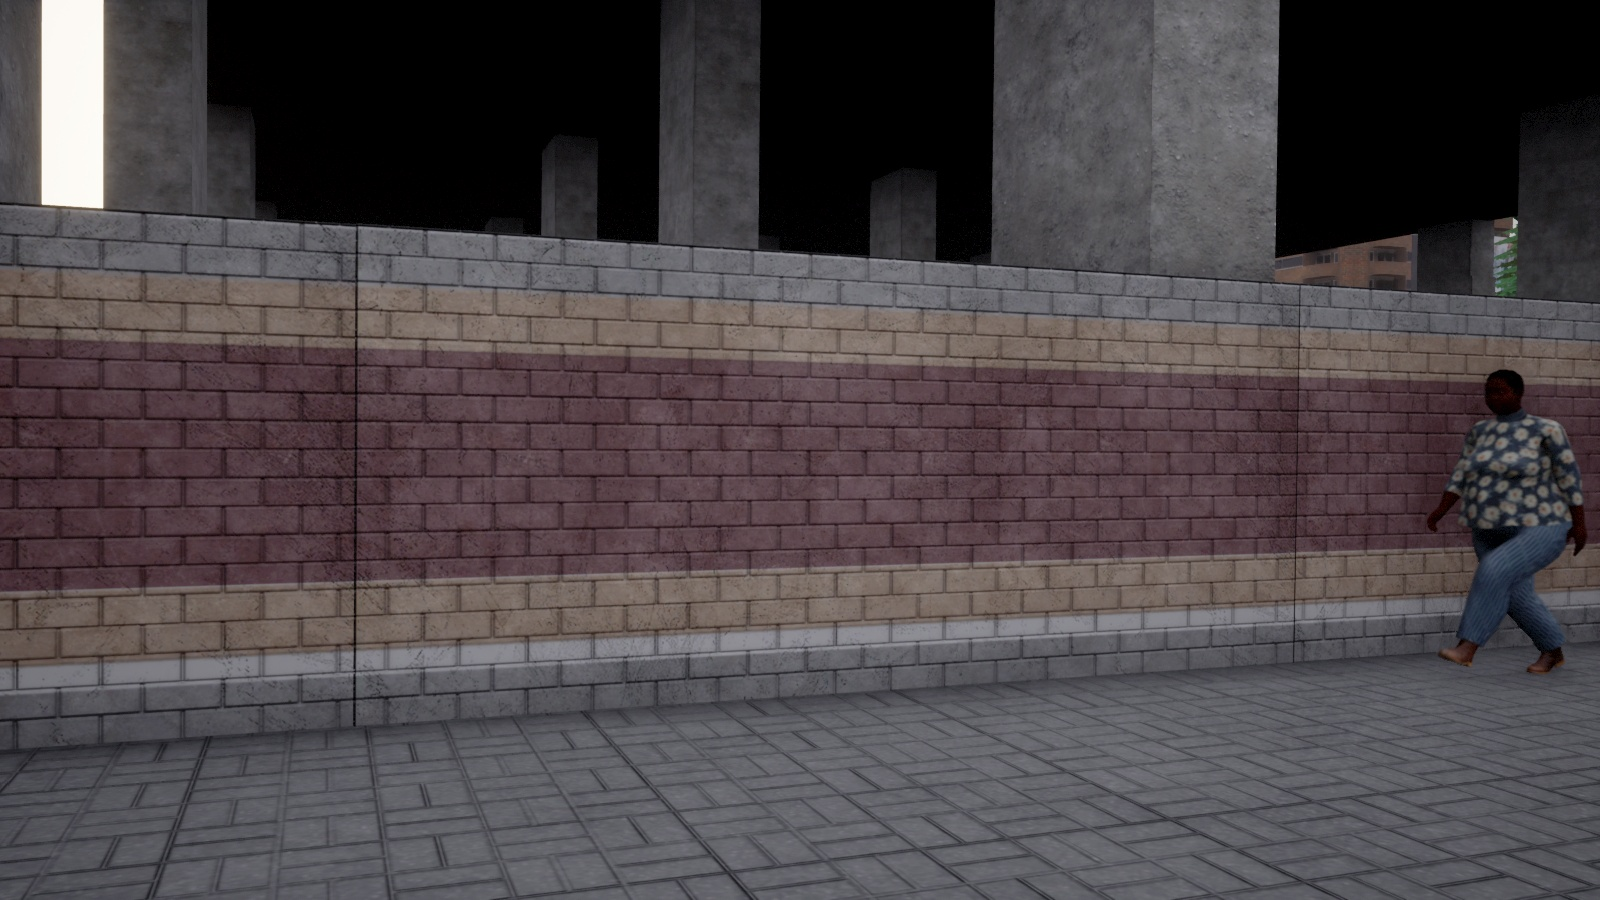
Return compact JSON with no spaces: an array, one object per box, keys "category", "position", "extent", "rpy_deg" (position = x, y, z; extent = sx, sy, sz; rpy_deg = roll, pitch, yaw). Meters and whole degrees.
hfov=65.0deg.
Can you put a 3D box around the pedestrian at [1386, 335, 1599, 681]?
[{"category":"pedestrian","position":[4.091,0.299,7.280],"extent":[0.900,1.855,0.874],"rpy_deg":[-1,1,-20]}]
